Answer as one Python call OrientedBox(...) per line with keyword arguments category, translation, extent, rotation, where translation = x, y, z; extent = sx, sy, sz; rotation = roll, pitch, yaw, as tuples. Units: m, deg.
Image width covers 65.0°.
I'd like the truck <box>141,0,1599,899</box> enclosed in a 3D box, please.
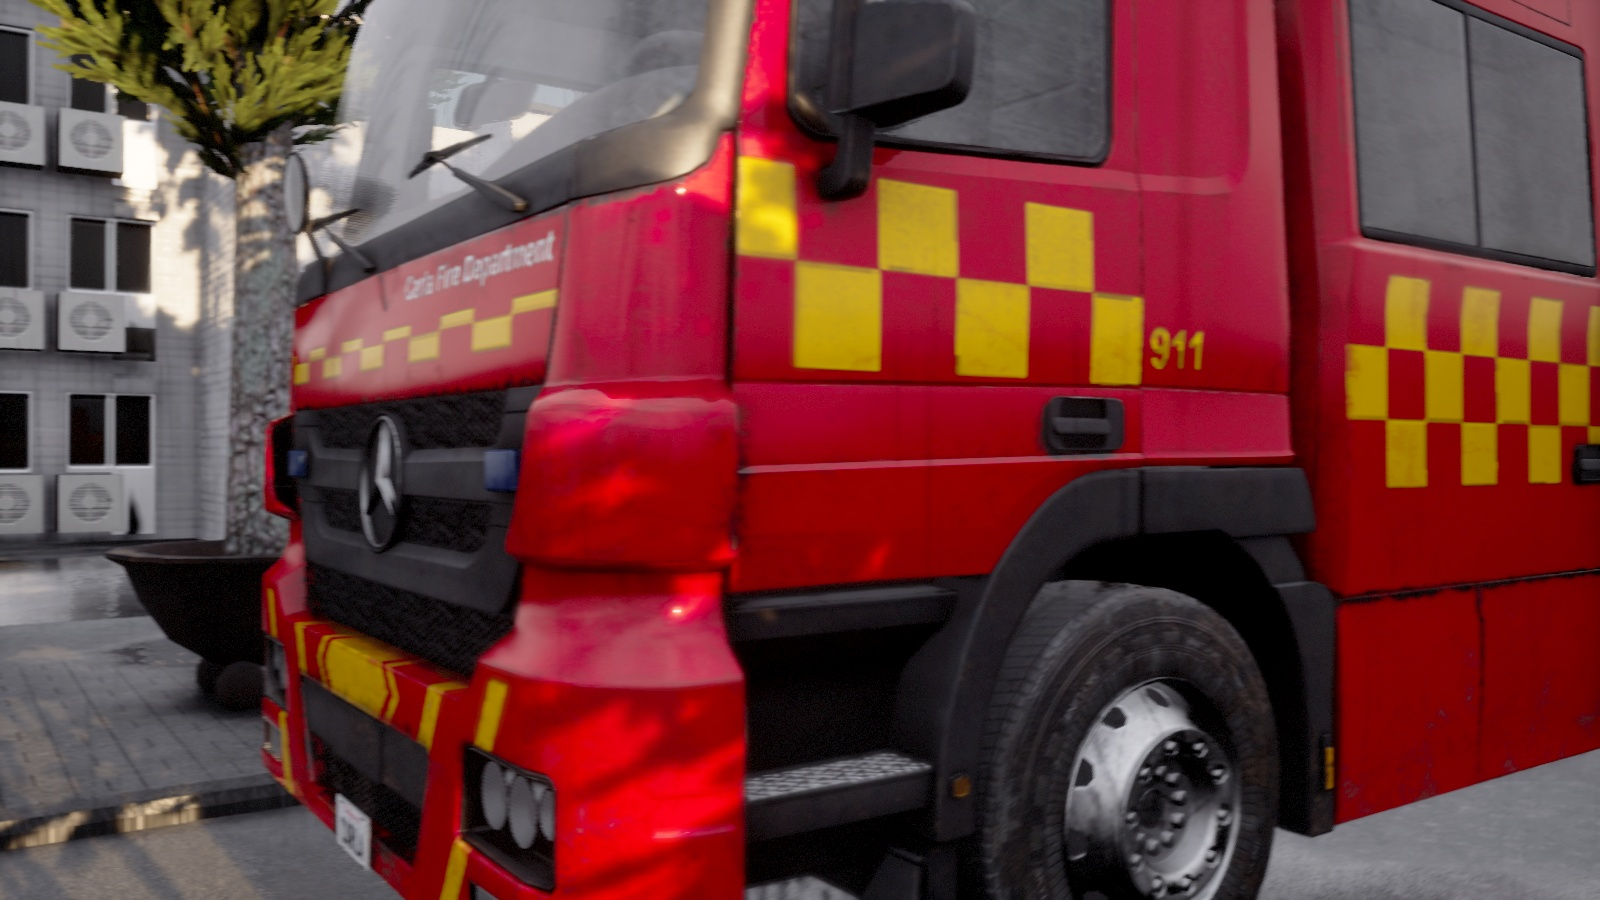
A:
OrientedBox(category="truck", translation=(1.983, -0.410, 5.651), extent=(8.468, 3.827, 2.891), rotation=(0, 0, -35))
